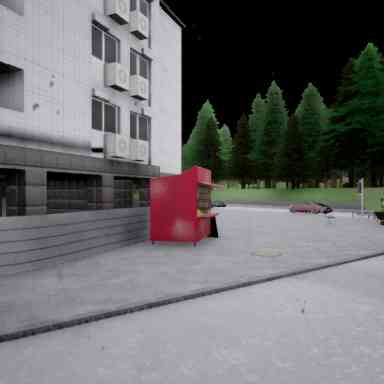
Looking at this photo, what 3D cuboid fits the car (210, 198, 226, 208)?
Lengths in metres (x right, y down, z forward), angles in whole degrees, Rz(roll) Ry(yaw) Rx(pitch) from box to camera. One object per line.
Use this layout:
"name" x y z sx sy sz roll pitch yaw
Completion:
"car" 2.871 1.565 46.353 1.994 1.385 4.181 0 0 -35

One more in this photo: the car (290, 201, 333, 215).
"car" 11.969 1.564 33.573 1.994 1.385 4.181 0 0 -35
